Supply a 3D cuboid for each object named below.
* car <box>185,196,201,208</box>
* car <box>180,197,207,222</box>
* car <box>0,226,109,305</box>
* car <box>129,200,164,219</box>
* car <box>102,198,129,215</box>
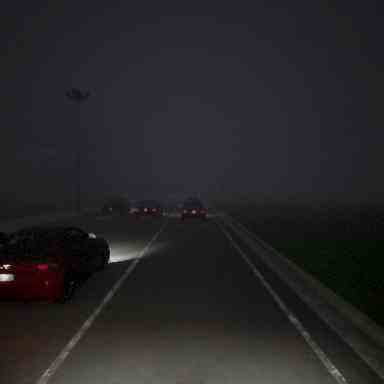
[{"bbox_3d":[0.118,1.257,41.881,1.994,1.385,4.181,0,0,0],"label":"car"},{"bbox_3d":[0.113,1.366,24.736,2.033,1.411,5.357,0,0,0],"label":"car"},{"bbox_3d":[-3.390,1.504,8.037,1.994,1.385,4.181,0,0,0],"label":"car"},{"bbox_3d":[-3.382,1.350,26.834,2.033,1.411,5.357,0,0,0],"label":"car"},{"bbox_3d":[-6.880,1.266,30.644,2.128,1.511,4.902,0,0,0],"label":"car"}]
